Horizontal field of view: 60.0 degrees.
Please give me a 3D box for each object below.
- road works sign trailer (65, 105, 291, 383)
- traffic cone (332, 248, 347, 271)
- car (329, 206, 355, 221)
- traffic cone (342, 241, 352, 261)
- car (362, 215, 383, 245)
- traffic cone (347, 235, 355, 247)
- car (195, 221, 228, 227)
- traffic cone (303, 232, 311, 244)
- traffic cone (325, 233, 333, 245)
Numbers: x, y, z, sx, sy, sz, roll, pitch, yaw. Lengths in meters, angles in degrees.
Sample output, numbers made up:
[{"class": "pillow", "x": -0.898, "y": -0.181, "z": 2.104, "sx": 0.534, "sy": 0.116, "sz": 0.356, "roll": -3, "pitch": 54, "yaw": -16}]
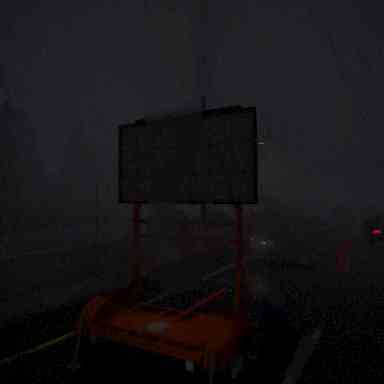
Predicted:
[{"class": "road works sign trailer", "x": -0.051, "y": 0.584, "z": 5.211, "sx": 2.380, "sy": 3.560, "sz": 2.880, "roll": -1, "pitch": -1, "yaw": 29}, {"class": "traffic cone", "x": 4.652, "y": 2.180, "z": 10.575, "sx": 0.340, "sy": 0.580, "sz": 0.340, "roll": -1, "pitch": -1, "yaw": 29}, {"class": "car", "x": 16.054, "y": 2.271, "z": 35.786, "sx": 1.812, "sy": 1.442, "sz": 4.674, "roll": 0, "pitch": -1, "yaw": 13}, {"class": "traffic cone", "x": 5.622, "y": 2.216, "z": 12.324, "sx": 0.340, "sy": 0.580, "sz": 0.340, "roll": -1, "pitch": -1, "yaw": 29}, {"class": "car", "x": 10.027, "y": 1.904, "z": 17.263, "sx": 2.033, "sy": 1.411, "sz": 5.357, "roll": -1, "pitch": -1, "yaw": 24}, {"class": "traffic cone", "x": 6.593, "y": 2.251, "z": 14.072, "sx": 0.340, "sy": 0.580, "sz": 0.340, "roll": -1, "pitch": -1, "yaw": 29}, {"class": "car", "x": 1.734, "y": 2.118, "z": 25.284, "sx": 1.994, "sy": 1.385, "sz": 4.181, "roll": -1, "pitch": -1, "yaw": 20}, {"class": "traffic cone", "x": 5.815, "y": 2.313, "z": 16.791, "sx": 0.340, "sy": 0.580, "sz": 0.340, "roll": -1, "pitch": -1, "yaw": 29}, {"class": "traffic cone", "x": 6.690, "y": 2.300, "z": 16.305, "sx": 0.340, "sy": 0.580, "sz": 0.340, "roll": -1, "pitch": -1, "yaw": 29}]
